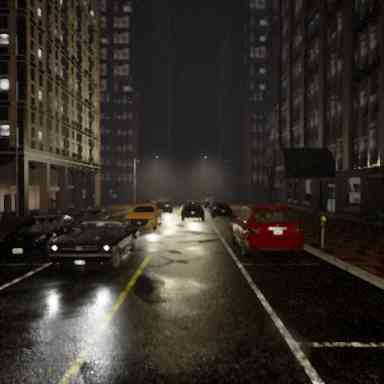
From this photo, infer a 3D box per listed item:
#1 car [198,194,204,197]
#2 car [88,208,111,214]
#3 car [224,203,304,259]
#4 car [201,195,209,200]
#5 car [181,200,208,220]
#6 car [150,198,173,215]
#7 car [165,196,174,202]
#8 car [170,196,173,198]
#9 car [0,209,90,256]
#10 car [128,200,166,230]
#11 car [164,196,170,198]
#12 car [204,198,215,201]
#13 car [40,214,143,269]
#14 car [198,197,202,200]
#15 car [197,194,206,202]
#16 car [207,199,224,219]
[{"bbox_3d":[2.593,1.603,64.354,1.967,1.590,4.097,-1,0,0],"label":"car"},{"bbox_3d":[-5.695,1.622,19.011,1.947,1.339,4.313,-1,0,0],"label":"car"},{"bbox_3d":[2.696,1.353,12.798,2.192,1.841,5.009,-1,0,0],"label":"car"},{"bbox_3d":[2.615,1.569,47.330,1.967,1.590,4.097,-1,0,0],"label":"car"},{"bbox_3d":[0.064,1.646,28.798,1.994,1.385,4.181,0,0,0],"label":"car"},{"bbox_3d":[-3.087,1.665,35.696,1.994,1.385,4.181,0,0,0],"label":"car"},{"bbox_3d":[-5.815,1.753,87.098,2.008,1.369,4.403,-1,0,0],"label":"car"},{"bbox_3d":[-5.802,1.735,75.749,2.008,1.369,4.403,-1,0,0],"label":"car"},{"bbox_3d":[-5.857,1.606,13.336,1.947,1.339,4.313,-1,0,0],"label":"car"},{"bbox_3d":[-3.051,1.541,21.859,1.882,1.535,5.008,0,0,0],"label":"car"},{"bbox_3d":[-5.771,1.688,64.231,1.752,1.417,4.829,-1,0,0],"label":"car"},{"bbox_3d":[2.631,1.651,35.981,2.008,1.369,4.403,-1,0,0],"label":"car"},{"bbox_3d":[-3.081,1.635,11.357,1.895,1.301,4.718,0,0,0],"label":"car"},{"bbox_3d":[0.026,1.726,45.691,1.895,1.301,4.718,0,0,0],"label":"car"},{"bbox_3d":[2.561,1.517,87.052,2.192,1.841,5.009,-1,0,0],"label":"car"},{"bbox_3d":[2.639,1.651,30.307,1.947,1.339,4.313,-1,0,0],"label":"car"}]
